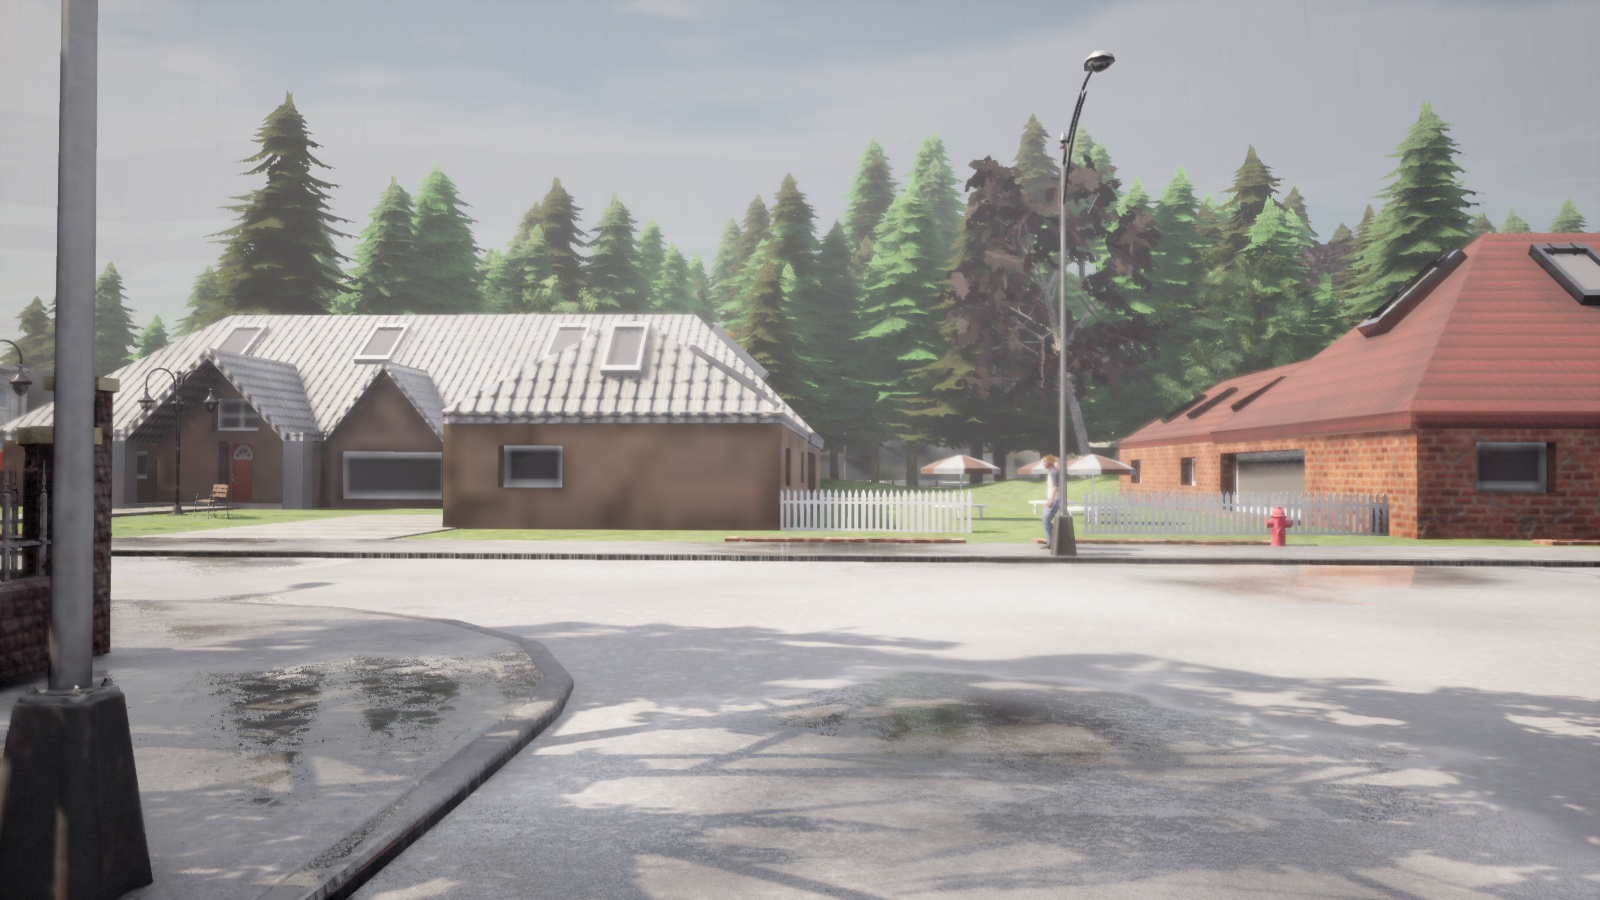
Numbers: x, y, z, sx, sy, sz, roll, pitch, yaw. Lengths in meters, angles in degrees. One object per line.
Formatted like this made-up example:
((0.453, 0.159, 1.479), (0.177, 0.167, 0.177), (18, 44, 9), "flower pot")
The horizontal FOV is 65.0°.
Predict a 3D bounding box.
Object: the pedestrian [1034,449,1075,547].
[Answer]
((4.789, 0.901, 23.644), (0.706, 1.836, 0.354), (0, -1, 2), "pedestrian")
